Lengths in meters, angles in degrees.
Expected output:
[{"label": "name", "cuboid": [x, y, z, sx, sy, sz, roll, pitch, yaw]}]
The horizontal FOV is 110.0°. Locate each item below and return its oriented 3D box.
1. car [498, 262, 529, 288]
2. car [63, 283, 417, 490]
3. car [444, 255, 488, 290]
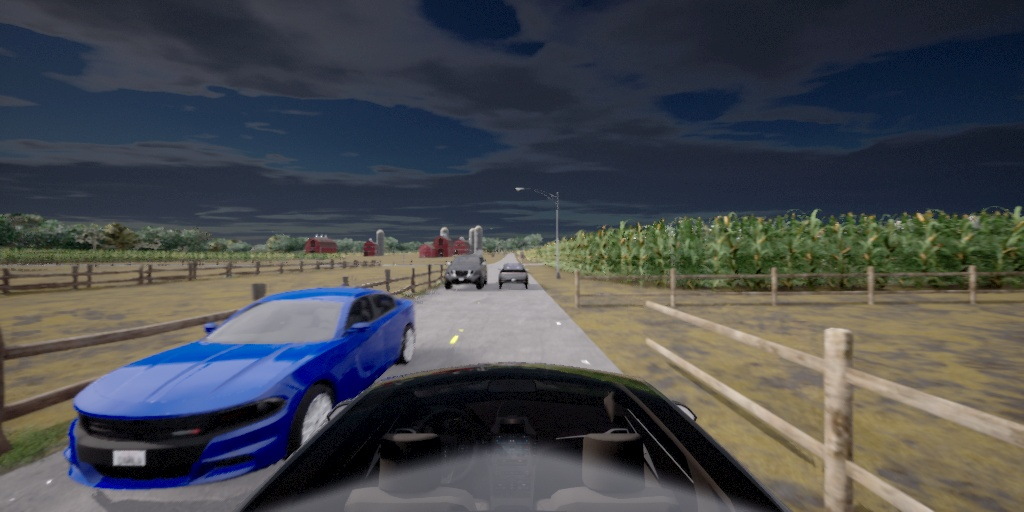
[{"label": "car", "cuboid": [0.098, 1.227, 23.560, 2.128, 1.511, 4.902, 0, 0, 0]}, {"label": "car", "cuboid": [-2.830, 1.225, 5.158, 1.882, 1.535, 5.008, 0, 0, 0]}, {"label": "car", "cuboid": [-2.775, 0.955, 22.917, 2.150, 2.045, 5.566, 0, 0, 1]}]
